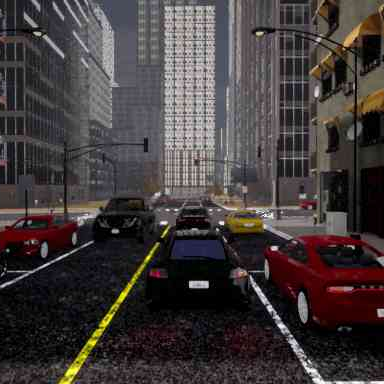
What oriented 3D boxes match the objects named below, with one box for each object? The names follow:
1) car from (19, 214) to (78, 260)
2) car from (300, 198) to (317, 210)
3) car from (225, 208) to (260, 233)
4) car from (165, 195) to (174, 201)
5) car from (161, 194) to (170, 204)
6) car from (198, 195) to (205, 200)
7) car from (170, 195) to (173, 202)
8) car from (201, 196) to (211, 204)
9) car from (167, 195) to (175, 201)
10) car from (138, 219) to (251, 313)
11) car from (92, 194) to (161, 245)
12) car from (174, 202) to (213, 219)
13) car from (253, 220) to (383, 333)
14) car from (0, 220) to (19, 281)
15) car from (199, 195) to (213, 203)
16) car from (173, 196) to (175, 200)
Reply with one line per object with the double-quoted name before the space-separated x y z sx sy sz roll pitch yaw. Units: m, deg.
"car" -5.685 1.543 12.397 1.887 1.381 4.507 -1 0 0
"car" 14.292 1.255 37.009 4.507 1.381 1.887 -1 1 0
"car" 2.701 1.523 18.067 1.752 1.417 4.829 -1 0 0
"car" -5.608 1.524 83.501 1.752 1.417 4.829 -1 0 0
"car" -5.631 1.542 61.433 1.887 1.381 4.507 -1 0 0
"car" 2.787 1.581 94.781 1.802 1.307 4.206 -1 0 0
"car" -5.627 1.312 66.993 2.192 1.841 5.009 -1 0 0
"car" 2.755 1.522 67.152 1.752 1.417 4.829 -1 0 0
"car" -5.600 1.543 89.230 1.887 1.381 4.507 -1 0 0
"car" 0.112 1.563 7.734 1.994 1.385 4.181 0 0 0
"car" -3.018 1.221 15.981 2.150 2.045 5.566 0 0 1
"car" 0.096 1.503 17.719 1.837 1.490 4.892 0 0 -1
"car" 2.690 1.544 6.850 1.887 1.381 4.507 -1 0 0
"car" -5.692 1.439 6.873 1.967 1.590 4.097 -1 0 0
"car" 2.748 1.437 61.423 1.967 1.590 4.097 -1 0 0
"car" -5.621 1.312 72.553 2.192 1.841 5.009 -1 0 0
